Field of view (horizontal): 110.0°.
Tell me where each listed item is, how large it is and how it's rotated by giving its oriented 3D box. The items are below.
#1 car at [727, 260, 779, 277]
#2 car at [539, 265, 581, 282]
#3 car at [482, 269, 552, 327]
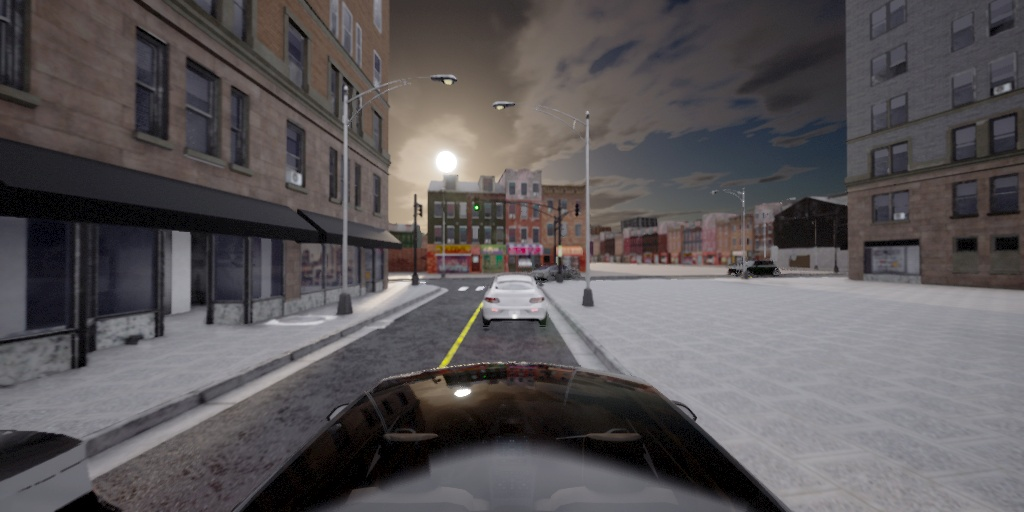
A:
[{"bbox_3d":[23.885,1.175,35.598,4.553,1.767,2.097,0,-1,-9],"label":"car"},{"bbox_3d":[3.554,1.398,28.877,4.181,1.385,1.994,0,-1,-36],"label":"car"},{"bbox_3d":[0.077,1.312,11.596,1.812,1.442,4.674,0,0,0],"label":"car"}]
